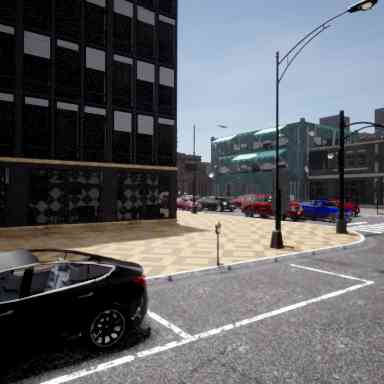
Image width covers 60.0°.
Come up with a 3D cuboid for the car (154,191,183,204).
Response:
[{"bbox_3d":[-3.806,0.794,52.103,2.192,1.841,5.009,1,0,-36],"label":"car"}]

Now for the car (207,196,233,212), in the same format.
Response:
[{"bbox_3d":[2.445,1.190,33.778,1.837,1.490,4.892,0,0,-36],"label":"car"}]

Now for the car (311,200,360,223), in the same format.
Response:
[{"bbox_3d":[9.395,1.356,24.037,1.812,1.442,4.674,0,0,-33],"label":"car"}]

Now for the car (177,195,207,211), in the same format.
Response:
[{"bbox_3d":[-0.724,1.231,33.732,1.802,1.307,4.206,1,0,-36],"label":"car"}]

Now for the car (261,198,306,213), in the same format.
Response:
[{"bbox_3d":[9.314,1.340,34.218,1.802,1.307,4.206,1,0,-36],"label":"car"}]

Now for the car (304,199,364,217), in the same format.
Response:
[{"bbox_3d":[12.595,1.371,29.747,1.887,1.381,4.507,1,0,-36],"label":"car"}]

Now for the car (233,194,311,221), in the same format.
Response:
[{"bbox_3d":[5.845,1.101,24.789,2.192,1.841,5.009,1,0,-36],"label":"car"}]

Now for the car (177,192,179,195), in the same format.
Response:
[{"bbox_3d":[-0.530,1.101,47.632,2.008,1.369,4.403,1,0,-36],"label":"car"}]

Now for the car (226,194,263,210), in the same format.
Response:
[{"bbox_3d":[6.034,1.130,38.690,1.967,1.590,4.097,1,0,-36],"label":"car"}]

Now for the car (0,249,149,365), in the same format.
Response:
[{"bbox_3d":[-2.688,1.566,4.636,4.313,1.339,1.947,0,0,-35],"label":"car"}]
